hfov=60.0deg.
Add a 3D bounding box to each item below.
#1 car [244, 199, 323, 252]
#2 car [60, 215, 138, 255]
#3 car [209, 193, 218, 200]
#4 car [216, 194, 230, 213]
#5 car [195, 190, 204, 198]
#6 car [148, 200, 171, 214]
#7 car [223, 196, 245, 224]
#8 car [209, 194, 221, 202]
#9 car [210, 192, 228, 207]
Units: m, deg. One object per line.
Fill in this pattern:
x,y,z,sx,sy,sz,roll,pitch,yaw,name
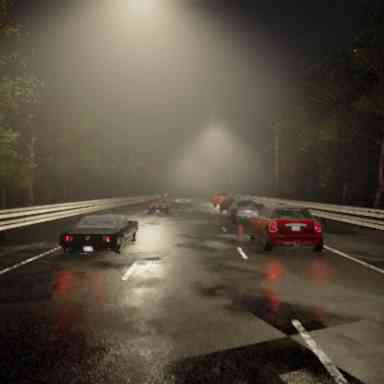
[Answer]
3.673,1.285,13.790,2.097,1.767,4.553,0,0,1,car
-3.340,1.536,12.991,1.895,1.301,4.718,0,0,0,car
5.044,1.069,78.688,1.882,1.535,5.008,0,0,2,car
3.827,1.304,34.885,1.882,1.535,5.008,0,0,1,car
1.895,0.613,88.033,2.150,2.045,5.566,0,0,3,car
-3.105,1.436,32.744,1.895,1.301,4.718,0,0,1,car
3.662,1.313,23.932,2.033,1.649,4.856,0,0,1,car
4.655,1.143,67.740,2.128,1.511,4.902,0,0,2,car
4.047,0.990,45.867,2.150,2.045,5.566,0,0,1,car
